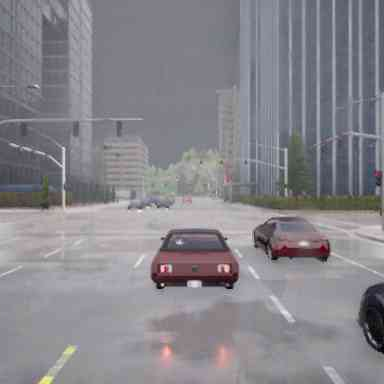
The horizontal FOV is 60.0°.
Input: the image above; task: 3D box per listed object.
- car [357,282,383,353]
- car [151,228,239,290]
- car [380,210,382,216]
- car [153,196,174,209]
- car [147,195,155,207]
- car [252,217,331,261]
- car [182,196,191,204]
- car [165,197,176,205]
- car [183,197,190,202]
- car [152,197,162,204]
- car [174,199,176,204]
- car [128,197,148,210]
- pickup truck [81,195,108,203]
[{"bbox_3d":[3.601,1.582,3.534,1.994,1.385,4.181,0,0,-1],"label":"car"},{"bbox_3d":[0.068,1.648,9.184,1.895,1.301,4.718,0,0,0],"label":"car"},{"bbox_3d":[18.613,1.648,28.182,4.892,1.490,1.837,0,0,0],"label":"car"},{"bbox_3d":[-4.378,1.807,51.307,2.033,1.411,5.357,0,0,-1],"label":"car"},{"bbox_3d":[-7.942,1.790,56.459,1.837,1.490,4.892,0,0,-1],"label":"car"},{"bbox_3d":[3.570,1.629,12.611,1.994,1.385,4.181,0,0,0],"label":"car"},{"bbox_3d":[-1.180,1.747,77.661,2.097,1.767,4.553,0,0,-1],"label":"car"},{"bbox_3d":[-4.591,1.887,71.589,2.128,1.511,4.902,0,0,-1],"label":"car"},{"bbox_3d":[-1.338,1.968,87.950,1.812,1.442,4.674,0,0,-1],"label":"car"},{"bbox_3d":[-8.178,1.855,77.332,1.882,1.535,5.008,0,0,-1],"label":"car"},{"bbox_3d":[-4.498,1.814,61.150,1.837,1.490,4.892,0,0,-1],"label":"car"},{"bbox_3d":[-7.819,1.764,47.205,1.812,1.442,4.674,0,0,1],"label":"car"},{"bbox_3d":[-21.237,1.428,73.072,2.390,2.098,6.274,0,0,30],"label":"pickup truck"}]
